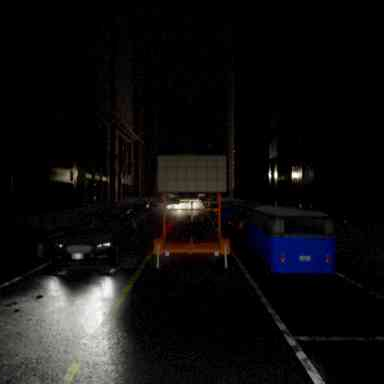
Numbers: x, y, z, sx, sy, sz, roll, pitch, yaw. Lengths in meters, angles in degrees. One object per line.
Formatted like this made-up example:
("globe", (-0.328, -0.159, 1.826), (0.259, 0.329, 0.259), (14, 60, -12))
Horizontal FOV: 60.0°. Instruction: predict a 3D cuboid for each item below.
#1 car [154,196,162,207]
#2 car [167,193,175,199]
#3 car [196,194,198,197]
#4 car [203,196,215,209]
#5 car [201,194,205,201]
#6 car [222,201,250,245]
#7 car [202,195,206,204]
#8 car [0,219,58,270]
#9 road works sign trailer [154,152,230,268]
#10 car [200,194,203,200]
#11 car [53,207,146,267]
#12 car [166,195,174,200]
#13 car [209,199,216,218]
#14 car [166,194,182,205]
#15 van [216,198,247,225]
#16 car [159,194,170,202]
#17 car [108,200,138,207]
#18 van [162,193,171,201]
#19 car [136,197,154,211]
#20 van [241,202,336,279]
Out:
("car", (-5.855, 1.449, 48.906), (1.752, 1.417, 4.829), (1, 0, 0))
("car", (-5.859, 1.242, 94.072), (1.967, 1.590, 4.097), (1, 0, 0))
("car", (2.666, 1.380, 82.831), (1.887, 1.381, 4.507), (1, 0, 0))
("car", (2.671, 1.497, 37.834), (2.008, 1.369, 4.403), (1, 0, 0))
("car", (2.670, 1.468, 49.082), (1.887, 1.381, 4.507), (1, 0, 0))
("car", (2.675, 1.423, 15.334), (1.967, 1.590, 4.097), (1, 0, 0))
("car", (2.671, 1.480, 43.458), (1.887, 1.381, 4.507), (1, 0, 0))
("car", (-5.851, 1.534, 9.705), (1.887, 1.381, 4.507), (1, 0, 0))
("road works sign trailer", (-0.001, 0.452, 11.168), (2.380, 3.560, 2.880), (0, 0, 0))
("car", (2.670, 1.456, 54.708), (1.887, 1.381, 4.507), (1, 0, 0))
("car", (-3.102, 1.479, 11.481), (2.128, 1.511, 4.902), (0, 0, 0))
("car", (-5.860, 1.385, 88.448), (1.947, 1.339, 4.313), (1, 0, 0))
("car", (2.673, 1.517, 26.584), (2.008, 1.369, 4.403), (1, 0, 0))
("car", (-3.085, 1.475, 54.616), (1.994, 1.385, 4.181), (0, 0, 0))
("van", (2.675, 1.316, 20.960), (1.690, 1.788, 3.998), (1, 0, 0))
("car", (-5.857, 1.307, 71.574), (1.967, 1.590, 4.097), (1, 0, 0))
("car", (-5.852, 1.510, 26.579), (1.887, 1.381, 4.507), (1, 0, 0))
("van", (-5.856, 1.192, 77.198), (1.690, 1.788, 3.998), (1, 0, 0))
("car", (-5.854, 1.497, 37.827), (2.008, 1.369, 4.403), (1, 0, 0))
("van", (2.677, 1.331, 9.710), (1.690, 1.788, 3.998), (1, 0, 0))
